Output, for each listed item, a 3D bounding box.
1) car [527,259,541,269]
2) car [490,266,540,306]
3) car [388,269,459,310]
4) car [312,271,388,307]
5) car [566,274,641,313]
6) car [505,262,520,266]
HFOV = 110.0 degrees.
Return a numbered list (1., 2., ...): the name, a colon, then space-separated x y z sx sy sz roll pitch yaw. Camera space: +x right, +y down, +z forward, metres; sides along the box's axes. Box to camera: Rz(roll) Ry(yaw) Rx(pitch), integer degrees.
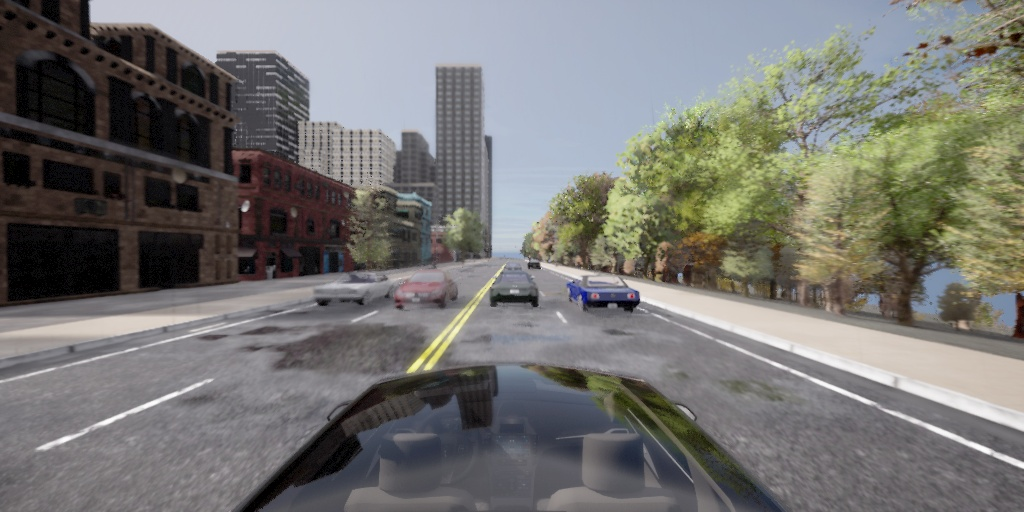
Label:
1. car: 3.337 1.269 55.334 1.882 1.535 5.008 0 0 0
2. car: 0.096 1.328 15.775 1.994 1.385 4.181 0 0 0
3. car: -3.361 1.289 14.909 1.812 1.442 4.674 0 0 0
4. car: -6.603 1.365 15.630 1.895 1.301 4.718 0 0 0
5. car: 3.347 1.363 14.143 1.895 1.301 4.718 0 0 0
6. car: 0.089 1.328 36.926 2.033 1.411 5.357 0 0 0
